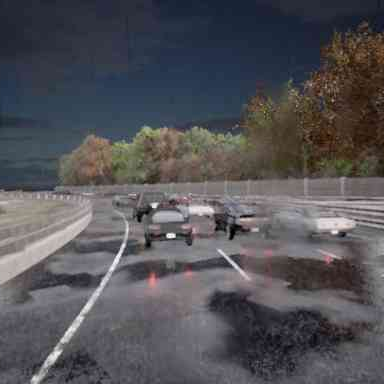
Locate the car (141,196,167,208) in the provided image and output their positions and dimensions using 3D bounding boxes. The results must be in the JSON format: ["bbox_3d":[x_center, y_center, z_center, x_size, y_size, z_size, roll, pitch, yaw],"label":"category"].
[{"bbox_3d":[-4.676,1.176,40.350,1.895,1.301,4.718,-1,1,-22],"label":"car"}]

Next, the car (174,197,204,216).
[{"bbox_3d":[0.040,1.307,26.100,1.895,1.301,4.718,-1,1,-15],"label":"car"}]

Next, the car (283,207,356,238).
[{"bbox_3d":[5.688,1.384,16.205,1.895,1.301,4.718,0,1,-9],"label":"car"}]

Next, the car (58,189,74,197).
[{"bbox_3d":[-30.966,0.342,78.847,5.566,2.045,2.150,0,1,41],"label":"car"}]

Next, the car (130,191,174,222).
[{"bbox_3d":[-3.091,0.969,24.320,2.150,2.045,5.566,0,1,-14],"label":"car"}]

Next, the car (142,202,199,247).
[{"bbox_3d":[-1.087,1.373,14.149,1.812,1.442,4.674,0,1,-9],"label":"car"}]

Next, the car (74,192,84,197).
[{"bbox_3d":[-28.528,0.614,81.365,5.357,1.411,2.033,0,1,41],"label":"car"}]

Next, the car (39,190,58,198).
[{"bbox_3d":[-33.334,0.514,76.275,4.553,1.767,2.097,0,1,41],"label":"car"}]

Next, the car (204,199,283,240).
[{"bbox_3d":[2.204,1.300,15.851,2.128,1.511,4.902,0,1,-9],"label":"car"}]

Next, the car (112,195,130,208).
[{"bbox_3d":[-8.567,1.089,40.560,2.128,1.511,4.902,-1,1,-23],"label":"car"}]

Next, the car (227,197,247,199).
[{"bbox_3d":[3.492,1.171,26.759,2.128,1.511,4.902,-1,1,-15],"label":"car"}]

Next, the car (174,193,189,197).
[{"bbox_3d":[-1.715,0.887,42.271,2.097,1.767,4.553,-1,1,-22],"label":"car"}]
